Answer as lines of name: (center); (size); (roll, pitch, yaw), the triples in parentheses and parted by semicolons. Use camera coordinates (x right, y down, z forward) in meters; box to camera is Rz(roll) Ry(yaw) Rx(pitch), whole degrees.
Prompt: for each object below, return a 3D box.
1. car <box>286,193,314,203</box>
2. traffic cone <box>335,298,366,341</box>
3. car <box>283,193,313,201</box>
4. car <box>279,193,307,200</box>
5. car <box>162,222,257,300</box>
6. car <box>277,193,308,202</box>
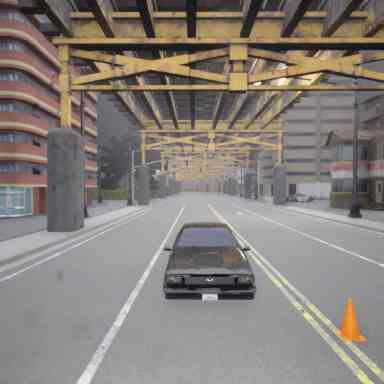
car: (17.466, 1.005, 54.878); (4.974, 1.542, 2.038); (0, 1, -20)
traffic cone: (2.454, 1.949, 5.157); (0.340, 0.580, 0.340); (0, 0, 0)
car: (17.515, 0.847, 54.894); (4.536, 1.218, 1.853); (0, 1, -20)
car: (17.861, 0.800, 59.011); (4.536, 1.218, 1.853); (0, 1, 25)
car: (0.362, 1.533, 8.764); (2.033, 1.411, 5.357); (0, 0, 1)
car: (17.814, 0.957, 59.035); (4.974, 1.542, 2.038); (0, 1, 25)
